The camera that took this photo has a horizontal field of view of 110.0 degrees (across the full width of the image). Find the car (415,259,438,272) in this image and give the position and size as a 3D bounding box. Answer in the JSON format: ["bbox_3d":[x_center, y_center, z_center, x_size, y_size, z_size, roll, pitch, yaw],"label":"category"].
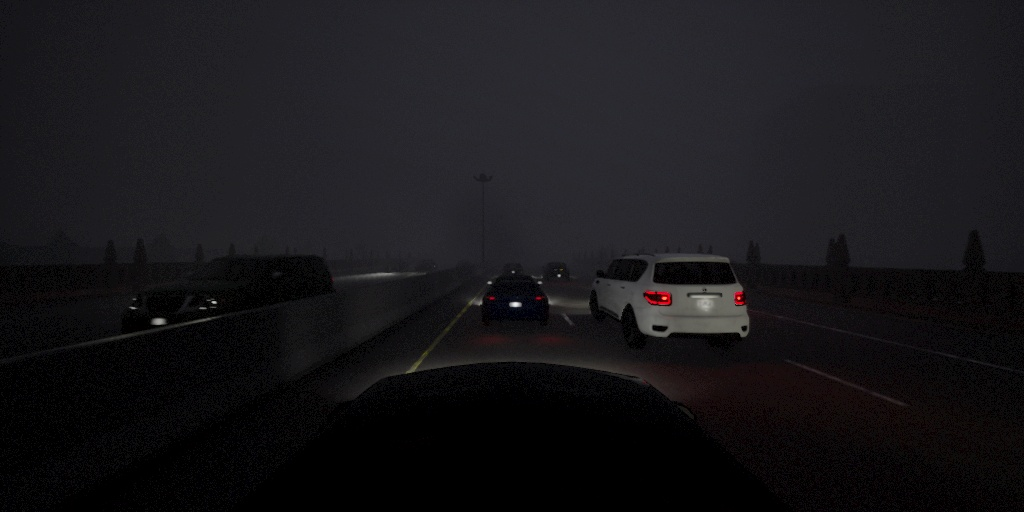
[{"bbox_3d":[-10.599,1.189,44.613,1.882,1.535,5.008,0,0,0],"label":"car"}]

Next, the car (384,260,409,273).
[{"bbox_3d":[-14.102,1.204,43.989,2.128,1.511,4.902,0,0,0],"label":"car"}]

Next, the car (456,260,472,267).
[{"bbox_3d":[-7.086,1.268,53.502,1.994,1.385,4.181,0,0,0],"label":"car"}]

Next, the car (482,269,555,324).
[{"bbox_3d":[0.095,1.305,11.878,1.994,1.385,4.181,0,0,0],"label":"car"}]

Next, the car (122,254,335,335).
[{"bbox_3d":[-7.105,0.964,9.973,2.150,2.045,5.566,0,0,0],"label":"car"}]

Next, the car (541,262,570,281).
[{"bbox_3d":[3.588,1.230,29.713,1.837,1.490,4.892,0,0,0],"label":"car"}]

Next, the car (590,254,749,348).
[{"bbox_3d":[3.597,0.964,9.368,2.150,2.045,5.566,0,0,0],"label":"car"}]

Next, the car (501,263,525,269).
[{"bbox_3d":[0.088,1.272,29.801,2.033,1.411,5.357,0,0,0],"label":"car"}]
